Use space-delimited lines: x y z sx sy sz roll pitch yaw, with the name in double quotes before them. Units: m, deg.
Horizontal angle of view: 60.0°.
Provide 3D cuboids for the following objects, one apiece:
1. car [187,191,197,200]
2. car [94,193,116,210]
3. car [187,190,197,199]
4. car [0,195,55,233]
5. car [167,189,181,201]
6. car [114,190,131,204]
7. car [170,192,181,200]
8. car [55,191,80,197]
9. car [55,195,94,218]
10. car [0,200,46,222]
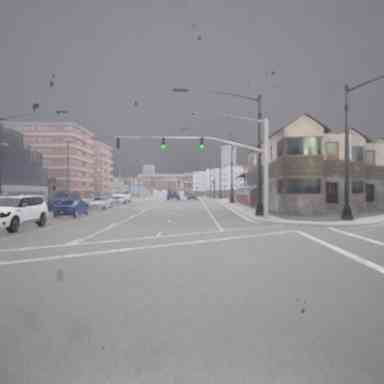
"car" 0.010 0.896 62.280 1.895 1.301 4.718 0 0 0
"car" -10.585 1.265 38.639 1.812 1.442 4.674 0 1 0
"car" 0.011 0.527 72.240 2.097 1.767 4.553 0 -1 0
"car" -10.597 1.198 19.816 2.150 2.045 5.566 0 0 1
"car" -3.490 0.519 61.570 2.150 2.045 5.566 0 0 0
"car" -10.531 0.686 49.354 2.150 2.045 5.566 0 1 0
"car" -3.489 0.867 72.265 2.128 1.511 4.902 0 -1 0
"car" -14.086 0.993 37.227 2.150 2.045 5.566 0 1 0
"car" -10.593 1.383 29.555 1.882 1.535 5.008 0 1 0
"car" -14.095 1.490 27.051 2.033 1.411 5.357 0 1 0
